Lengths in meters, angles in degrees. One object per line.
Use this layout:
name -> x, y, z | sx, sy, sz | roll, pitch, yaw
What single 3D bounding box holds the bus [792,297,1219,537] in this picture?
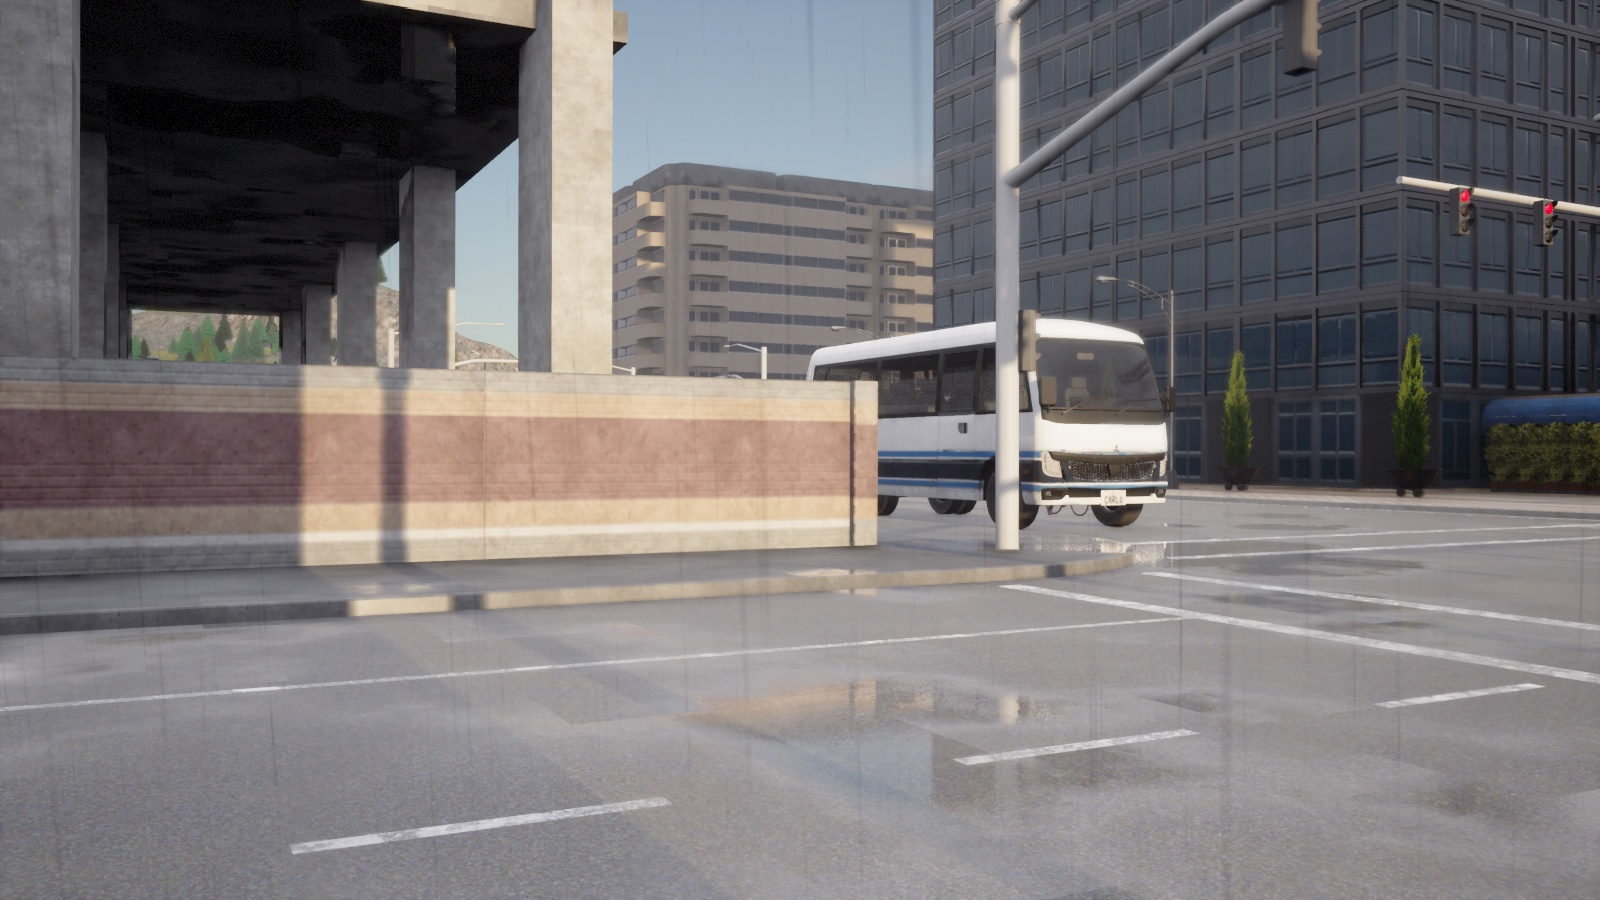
bus -> 3.924, -0.572, 27.768 | 3.944, 4.253, 10.273 | 0, 0, -27
